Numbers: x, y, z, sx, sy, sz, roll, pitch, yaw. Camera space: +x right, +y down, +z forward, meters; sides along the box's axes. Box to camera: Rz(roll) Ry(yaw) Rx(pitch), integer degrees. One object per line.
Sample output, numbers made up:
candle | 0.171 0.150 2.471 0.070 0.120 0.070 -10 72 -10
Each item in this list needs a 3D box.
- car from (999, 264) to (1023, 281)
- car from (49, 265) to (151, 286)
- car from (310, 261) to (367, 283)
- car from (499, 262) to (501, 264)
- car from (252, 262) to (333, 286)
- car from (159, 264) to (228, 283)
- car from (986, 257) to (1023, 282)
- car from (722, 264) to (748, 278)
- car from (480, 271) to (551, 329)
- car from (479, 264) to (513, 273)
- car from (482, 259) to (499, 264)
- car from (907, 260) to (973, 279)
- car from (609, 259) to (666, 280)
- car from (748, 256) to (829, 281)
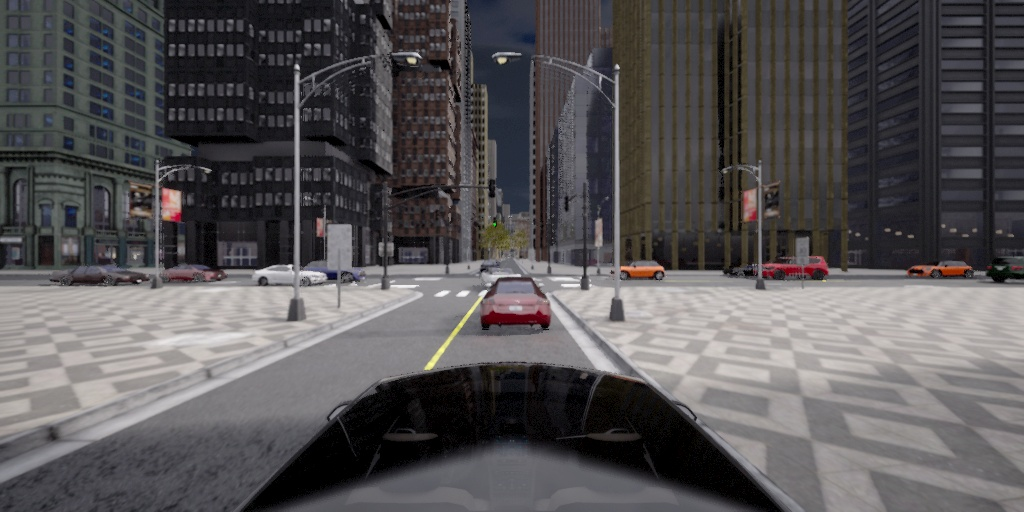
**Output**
car | 46.347 1.421 31.146 5.357 1.411 2.033 0 0 0
car | -28.415 1.337 24.782 5.357 1.411 2.033 0 0 0
car | -13.809 1.150 27.984 4.553 1.767 2.097 0 0 0
car | -3.113 1.220 55.862 2.097 1.767 4.553 0 0 0
car | -15.285 1.322 24.738 4.674 1.442 1.812 0 0 0
car | -24.828 1.356 28.020 4.181 1.385 1.994 0 0 0
car | 40.635 1.086 27.869 5.566 2.045 2.150 0 0 0
car | 23.056 1.442 34.566 4.718 1.301 1.895 0 0 0
car | 0.098 1.336 11.372 1.994 1.385 4.181 0 0 0
car | -0.846 1.398 23.229 1.895 1.301 4.718 0 0 -12
car | -3.120 1.395 46.464 2.033 1.411 5.357 0 0 0
car | 41.025 1.218 34.464 4.553 1.767 2.097 0 0 1
car | 10.862 1.176 31.354 4.553 1.767 2.097 0 0 0
car | 24.319 1.061 31.312 5.566 2.045 2.150 0 0 0
